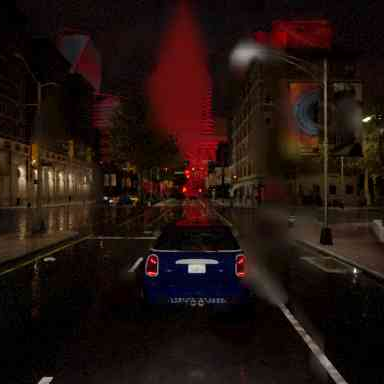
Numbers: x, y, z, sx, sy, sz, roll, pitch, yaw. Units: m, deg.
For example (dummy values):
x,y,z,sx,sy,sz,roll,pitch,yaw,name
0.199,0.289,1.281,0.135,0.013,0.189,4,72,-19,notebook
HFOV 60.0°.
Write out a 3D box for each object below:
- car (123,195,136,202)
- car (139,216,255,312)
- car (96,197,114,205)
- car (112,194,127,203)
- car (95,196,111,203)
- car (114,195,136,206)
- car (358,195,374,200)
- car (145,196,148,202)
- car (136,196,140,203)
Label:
x,y,z,sx,sy,sz,roll,pitch,yaw,name
-14.734,1.519,78.410,2.128,1.511,4.902,0,0,0,car
0.100,1.351,7.891,2.097,1.767,4.553,0,0,0,car
-14.881,1.543,57.899,2.033,1.411,5.357,0,0,0,car
-14.770,1.347,68.009,2.097,1.767,4.553,0,0,0,car
-18.021,1.590,67.401,1.895,1.301,4.718,0,0,0,car
-11.391,1.522,56.725,1.812,1.442,4.674,0,0,0,car
34.678,1.476,68.615,2.231,1.521,4.892,0,0,0,car
-11.243,1.547,75.746,1.994,1.385,4.181,0,0,0,car
-11.306,1.473,65.873,1.882,1.535,5.008,0,0,1,car
